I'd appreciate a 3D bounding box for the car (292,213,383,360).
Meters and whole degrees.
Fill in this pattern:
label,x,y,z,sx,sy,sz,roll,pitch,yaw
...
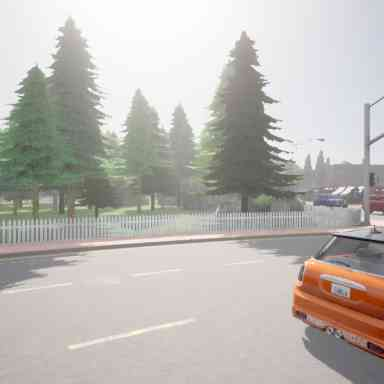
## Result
label,x,y,z,sx,sy,sz,roll,pitch,yaw
car,3.926,1.352,5.437,4.553,1.767,2.097,0,0,-26

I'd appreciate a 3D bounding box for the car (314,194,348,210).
label,x,y,z,sx,sy,sz,roll,pitch,yaw
car,17.968,1.277,43.465,2.150,2.045,5.566,0,0,-8

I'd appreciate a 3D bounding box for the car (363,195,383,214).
label,x,y,z,sx,sy,sz,roll,pitch,yaw
car,19.383,1.279,32.872,2.150,2.045,5.566,0,0,-8
